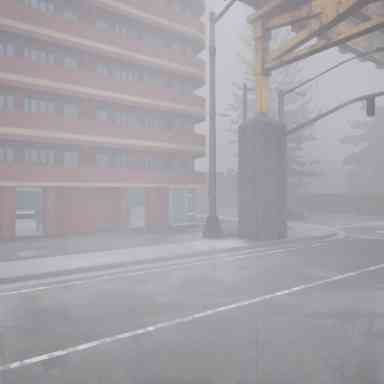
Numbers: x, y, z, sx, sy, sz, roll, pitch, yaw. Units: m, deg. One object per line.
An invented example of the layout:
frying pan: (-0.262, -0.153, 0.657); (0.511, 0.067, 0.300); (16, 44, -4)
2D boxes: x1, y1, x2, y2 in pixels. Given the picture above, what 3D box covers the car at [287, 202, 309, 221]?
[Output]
car: (7.204, 1.504, 27.198); (2.128, 1.511, 4.902); (0, 0, -35)
